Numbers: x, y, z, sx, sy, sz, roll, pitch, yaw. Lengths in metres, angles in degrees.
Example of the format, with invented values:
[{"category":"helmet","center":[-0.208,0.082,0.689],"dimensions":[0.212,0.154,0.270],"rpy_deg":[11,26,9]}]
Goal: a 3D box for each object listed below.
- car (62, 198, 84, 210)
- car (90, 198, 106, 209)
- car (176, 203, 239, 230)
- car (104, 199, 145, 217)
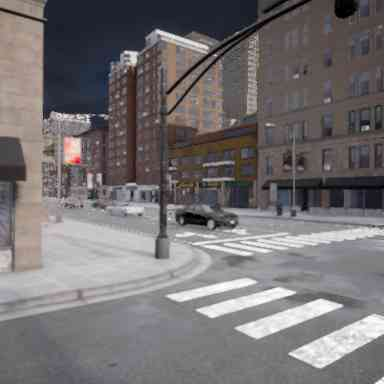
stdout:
[{"category":"car","center":[-15.974,1.522,44.653],"dimensions":[1.837,1.490,4.892],"rpy_deg":[0,-1,-36]},{"category":"car","center":[-12.033,1.580,45.035],"dimensions":[2.033,1.411,5.357],"rpy_deg":[0,0,-36]},{"category":"car","center":[0.902,1.502,21.478],"dimensions":[1.882,1.535,5.008],"rpy_deg":[0,0,-36]},{"category":"car","center":[-6.258,1.626,31.292],"dimensions":[1.895,1.301,4.718],"rpy_deg":[0,0,-36]}]
